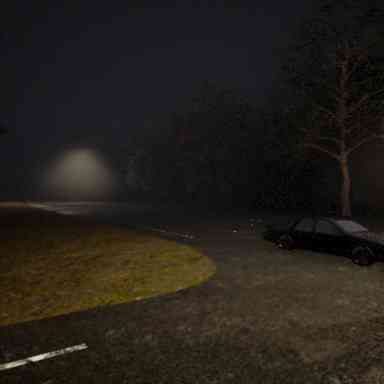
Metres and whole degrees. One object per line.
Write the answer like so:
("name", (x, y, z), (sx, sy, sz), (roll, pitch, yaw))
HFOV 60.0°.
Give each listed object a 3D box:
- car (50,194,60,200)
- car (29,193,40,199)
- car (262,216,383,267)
("car", (-34.073, 1.196, 82.684), (1.812, 1.442, 4.674), (1, 0, -34))
("car", (-40.903, 0.952, 86.303), (2.097, 1.767, 4.553), (1, 0, -31))
("car", (5.063, 1.626, 12.271), (2.033, 1.411, 5.357), (0, 0, -35))
